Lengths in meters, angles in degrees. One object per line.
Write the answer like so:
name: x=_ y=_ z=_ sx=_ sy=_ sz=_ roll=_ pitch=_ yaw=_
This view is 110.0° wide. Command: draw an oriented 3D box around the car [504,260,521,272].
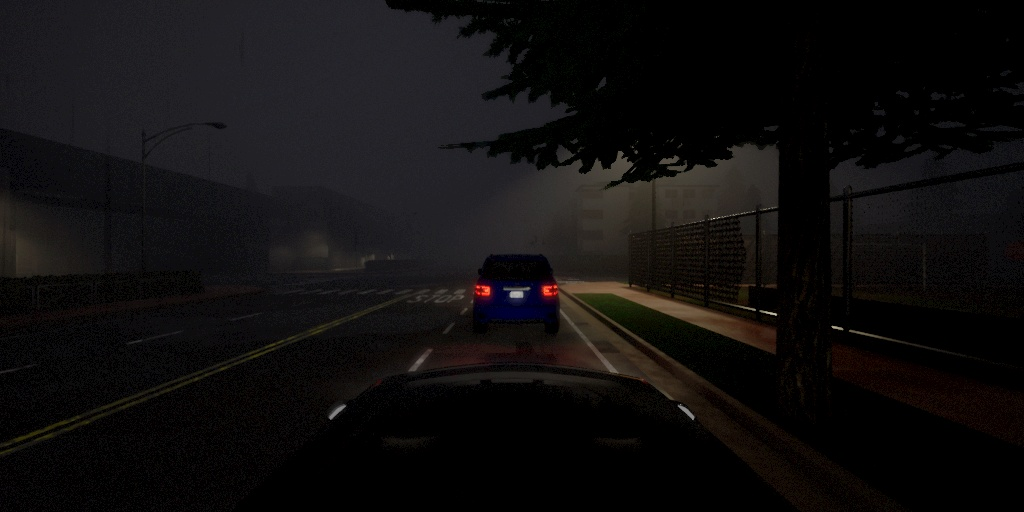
car: x=0.022 y=1.226 z=45.675 sx=2.128 sy=1.511 sz=4.902 roll=0 pitch=0 yaw=0

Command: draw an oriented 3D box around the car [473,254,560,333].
car: x=0.115 y=0.968 z=10.809 sx=2.150 sy=2.045 sz=5.566 roll=0 pitch=0 yaw=0
